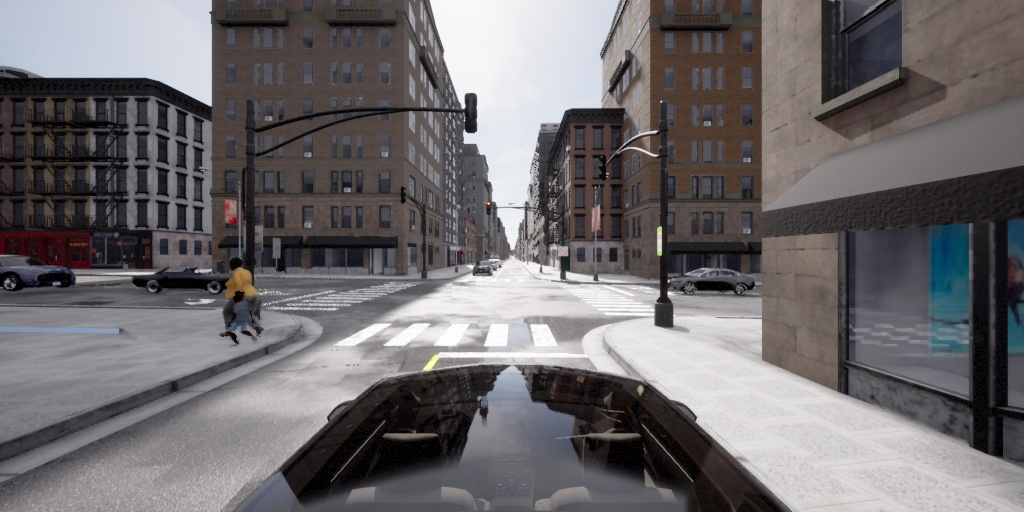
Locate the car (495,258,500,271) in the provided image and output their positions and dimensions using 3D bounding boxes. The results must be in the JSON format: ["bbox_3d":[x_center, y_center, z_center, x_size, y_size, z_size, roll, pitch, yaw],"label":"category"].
[{"bbox_3d":[-3.037,1.340,47.931,1.895,1.301,4.718,0,0,0],"label":"car"}]

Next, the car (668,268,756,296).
[{"bbox_3d":[11.432,1.451,20.937,4.902,1.511,2.128,1,0,0],"label":"car"}]

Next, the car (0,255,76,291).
[{"bbox_3d":[-24.585,0.737,17.630,4.553,1.767,2.097,1,0,1],"label":"car"}]

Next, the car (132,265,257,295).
[{"bbox_3d":[-15.394,1.131,17.590,4.718,1.301,1.895,1,0,0],"label":"car"}]

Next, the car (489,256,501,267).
[{"bbox_3d":[-2.981,0.953,60.400,2.150,2.045,5.566,0,0,1],"label":"car"}]

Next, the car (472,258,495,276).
[{"bbox_3d":[-3.068,1.248,37.919,1.837,1.490,4.892,0,0,0],"label":"car"}]

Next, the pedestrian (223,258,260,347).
[{"bbox_3d":[-5.571,0.891,7.389,0.375,1.860,0.375,0,0,0],"label":"pedestrian"}]
